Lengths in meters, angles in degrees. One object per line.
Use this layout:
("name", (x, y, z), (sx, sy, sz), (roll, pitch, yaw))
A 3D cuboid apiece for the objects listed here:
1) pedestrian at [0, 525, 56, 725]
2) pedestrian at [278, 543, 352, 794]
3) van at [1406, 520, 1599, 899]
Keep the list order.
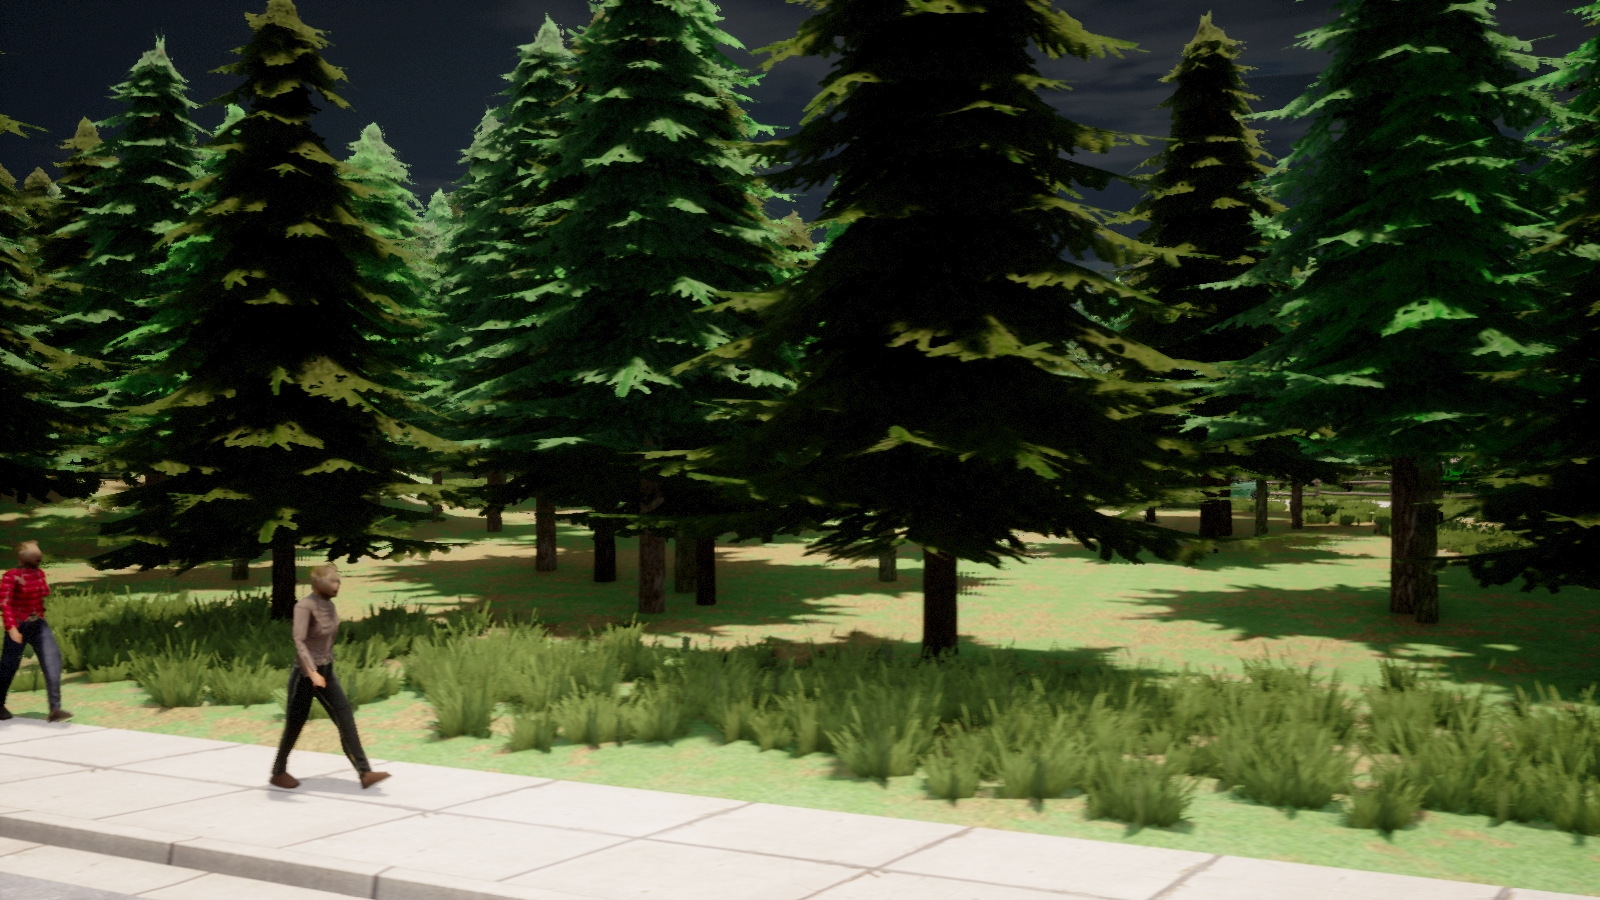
("pedestrian", (-7.503, 1.670, 11.038), (0.375, 1.860, 0.375), (0, 0, 21))
("pedestrian", (-3.757, 1.671, 8.869), (0.375, 1.860, 0.375), (0, 0, 17))
("van", (4.381, 1.508, 1.711), (5.915, 2.561, 1.988), (0, 0, 20))
